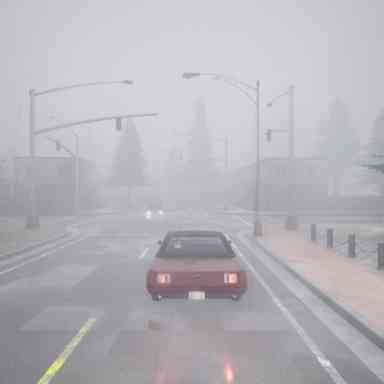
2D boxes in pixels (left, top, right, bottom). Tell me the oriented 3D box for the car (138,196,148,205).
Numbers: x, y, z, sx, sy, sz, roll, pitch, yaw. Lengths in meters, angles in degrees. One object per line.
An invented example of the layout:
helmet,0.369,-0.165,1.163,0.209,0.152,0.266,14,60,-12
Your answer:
car,-8.296,1.488,58.926,2.033,1.411,5.357,0,0,-20

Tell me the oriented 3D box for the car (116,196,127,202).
car,-15.131,1.476,72.481,1.994,1.385,4.181,0,0,-31

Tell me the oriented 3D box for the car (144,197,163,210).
car,-4.623,1.549,41.673,1.895,1.301,4.718,0,0,-5

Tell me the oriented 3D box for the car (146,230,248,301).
car,0.071,1.597,8.268,1.895,1.301,4.718,0,0,-1
